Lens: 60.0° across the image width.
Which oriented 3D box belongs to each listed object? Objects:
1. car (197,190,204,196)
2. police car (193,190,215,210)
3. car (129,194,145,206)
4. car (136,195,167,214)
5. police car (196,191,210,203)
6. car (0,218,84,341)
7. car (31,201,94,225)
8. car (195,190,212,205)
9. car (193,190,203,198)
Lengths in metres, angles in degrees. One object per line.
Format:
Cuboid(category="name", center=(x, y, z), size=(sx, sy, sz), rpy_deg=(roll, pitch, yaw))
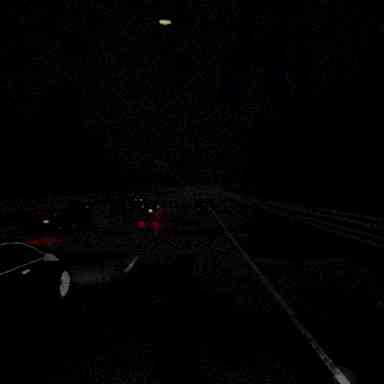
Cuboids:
Cuboid(category="car", center=(2.169, 0.187, 83.637), size=(1.812, 1.442, 4.674), rpy_deg=(0, 1, 4))
Cuboid(category="police car", center=(1.260, 0.926, 33.546), size=(1.930, 1.638, 5.238), rpy_deg=(0, 1, 1))
Cuboid(category="car", center=(-6.569, 0.922, 41.637), size=(2.033, 1.411, 5.357), rpy_deg=(0, 1, 2))
Cuboid(category="car", center=(-3.287, 1.167, 28.944), size=(1.895, 1.301, 4.718), rpy_deg=(0, 1, 1))
Cuboid(category="police car", center=(1.660, 0.692, 49.418), size=(1.930, 1.638, 5.238), rpy_deg=(0, 1, 2))
Cuboid(category="car", center=(-3.399, 1.428, 5.025), size=(1.837, 1.490, 4.892), rpy_deg=(0, 1, 0))
Cuboid(category="car", center=(-6.870, 1.203, 18.181), size=(1.882, 1.535, 5.008), rpy_deg=(0, 1, 0))
Cuboid(category="car", center=(1.481, 0.707, 43.326), size=(2.097, 1.767, 4.553), rpy_deg=(0, 1, 2))
Cuboid(category="car", center=(1.288, 0.441, 67.113), size=(1.882, 1.535, 5.008), rpy_deg=(0, 1, 3))
